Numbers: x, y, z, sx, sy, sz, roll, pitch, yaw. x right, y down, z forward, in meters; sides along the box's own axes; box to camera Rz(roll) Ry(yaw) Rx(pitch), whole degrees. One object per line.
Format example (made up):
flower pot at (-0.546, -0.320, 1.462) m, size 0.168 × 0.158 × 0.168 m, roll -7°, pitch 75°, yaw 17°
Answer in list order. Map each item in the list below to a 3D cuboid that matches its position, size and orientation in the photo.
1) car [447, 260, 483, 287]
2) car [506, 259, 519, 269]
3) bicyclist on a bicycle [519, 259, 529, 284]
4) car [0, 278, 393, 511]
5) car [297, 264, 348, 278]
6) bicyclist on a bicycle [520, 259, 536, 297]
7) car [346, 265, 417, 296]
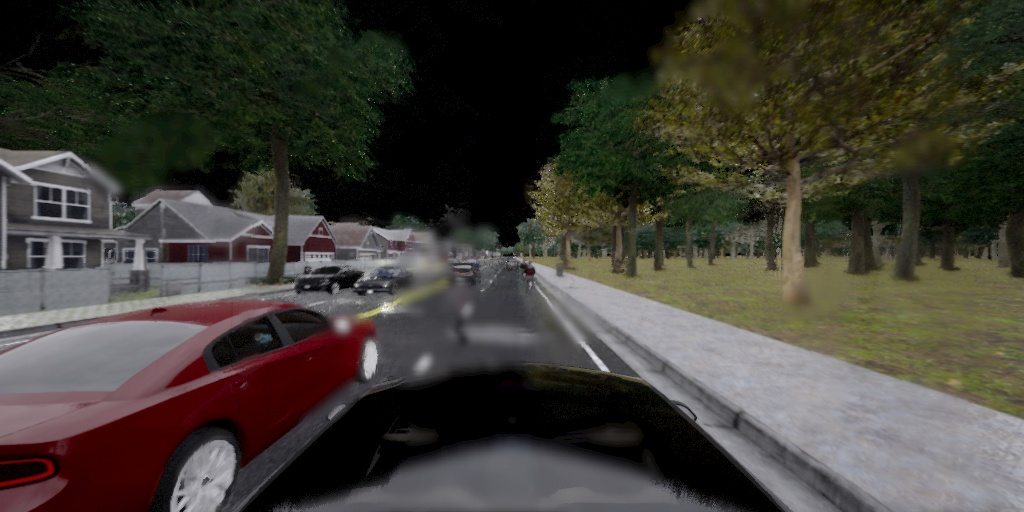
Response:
car at (-3.150, 1.231, 24.481) m, size 1.837 × 1.490 × 4.892 m, roll 0°, pitch 0°, yaw 0°
car at (0.068, 1.199, 55.410) m, size 2.128 × 1.511 × 4.902 m, roll 0°, pitch 0°, yaw 0°
bicyclist on a bicycle at (0.893, 1.095, 26.761) m, size 0.659 × 1.776 × 1.843 m, roll 0°, pitch 0°, yaw 0°
car at (-3.149, 1.225, 4.029) m, size 1.882 × 1.535 × 5.008 m, roll 0°, pitch 0°, yaw 0°
car at (-9.850, 1.209, 19.760) m, size 1.882 × 1.535 × 5.008 m, roll 0°, pitch 0°, yaw 0°
bicyclist on a bicycle at (0.894, 1.104, 17.761) m, size 0.659 × 1.776 × 1.843 m, roll 0°, pitch 0°, yaw 0°
car at (-6.601, 1.279, 19.339) m, size 2.033 × 1.411 × 5.357 m, roll 0°, pitch 0°, yaw 0°
